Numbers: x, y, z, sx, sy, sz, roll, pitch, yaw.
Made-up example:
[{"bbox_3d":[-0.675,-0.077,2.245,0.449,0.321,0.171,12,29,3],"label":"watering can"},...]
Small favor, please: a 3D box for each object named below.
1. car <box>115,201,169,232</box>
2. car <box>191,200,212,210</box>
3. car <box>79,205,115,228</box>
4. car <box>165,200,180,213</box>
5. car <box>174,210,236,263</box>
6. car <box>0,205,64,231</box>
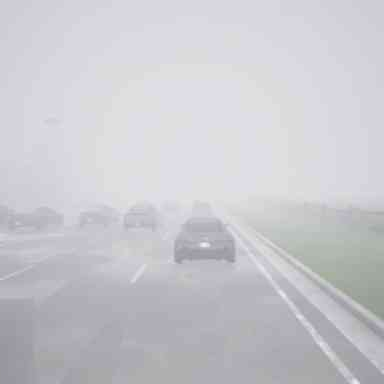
[{"bbox_3d":[-2.871,1.520,20.261,2.128,1.511,4.902,-1,0,1],"label":"car"},{"bbox_3d":[0.914,1.484,31.907,2.128,1.511,4.902,-1,0,1],"label":"car"},{"bbox_3d":[-6.317,1.588,22.910,1.812,1.442,4.674,-1,0,1],"label":"car"},{"bbox_3d":[-2.438,1.573,38.083,2.033,1.411,5.357,-1,0,1],"label":"car"},{"bbox_3d":[0.431,1.560,11.999,1.994,1.385,4.181,-1,0,1],"label":"car"},{"bbox_3d":[-9.861,1.623,21.247,1.812,1.442,4.674,-1,0,1],"label":"car"}]
